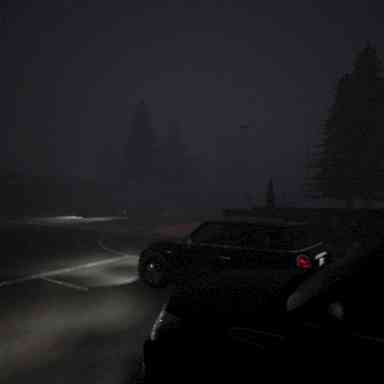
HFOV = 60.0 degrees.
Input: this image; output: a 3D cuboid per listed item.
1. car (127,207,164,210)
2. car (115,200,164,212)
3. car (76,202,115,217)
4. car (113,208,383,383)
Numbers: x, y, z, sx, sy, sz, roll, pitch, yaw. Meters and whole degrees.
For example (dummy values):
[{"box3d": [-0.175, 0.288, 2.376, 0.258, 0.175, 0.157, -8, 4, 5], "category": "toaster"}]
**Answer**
[{"box3d": [0.828, 1.377, 7.751, 4.553, 1.767, 2.097, 0, 0, 37], "category": "car"}, {"box3d": [-4.925, 1.610, 33.720, 2.128, 1.511, 4.902, 0, 0, 38], "category": "car"}, {"box3d": [-9.478, 1.699, 33.538, 1.994, 1.385, 4.181, 0, 0, 38], "category": "car"}, {"box3d": [2.166, 1.219, 2.397, 5.566, 2.045, 2.150, 0, 0, 36], "category": "car"}]
